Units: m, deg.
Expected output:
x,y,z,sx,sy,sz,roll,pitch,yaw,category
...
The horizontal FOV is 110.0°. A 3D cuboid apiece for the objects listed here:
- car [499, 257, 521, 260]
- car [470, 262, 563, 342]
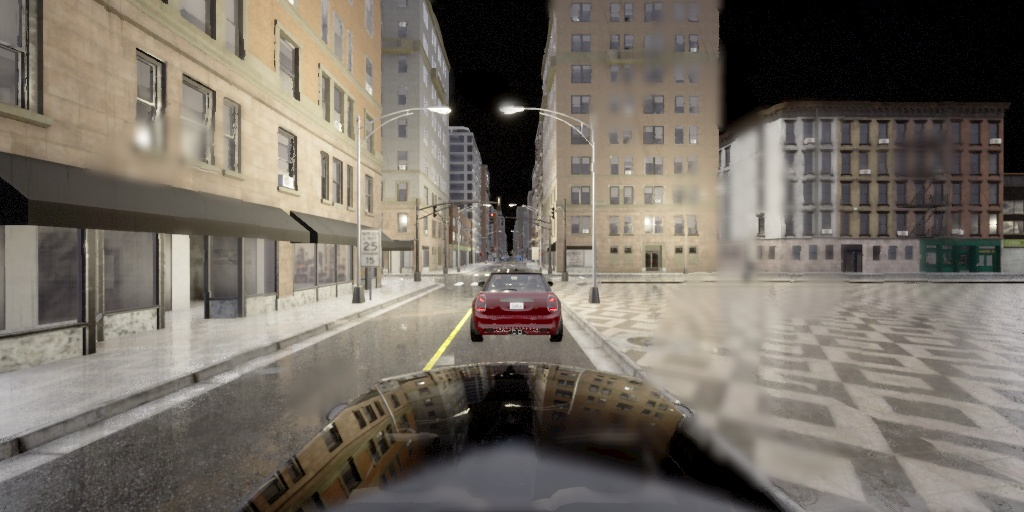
x,y,z,sx,sy,sz,roll,pitch,yaw,category
0.057,1.101,19.748,2.097,1.767,4.553,0,0,-1,car
0.106,1.102,9.932,2.097,1.767,4.553,0,0,0,car
